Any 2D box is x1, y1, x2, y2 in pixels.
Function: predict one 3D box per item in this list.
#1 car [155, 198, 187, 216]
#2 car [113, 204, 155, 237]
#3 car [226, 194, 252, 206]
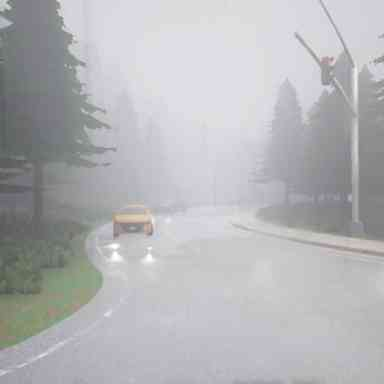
[{"bbox_3d":[-2.082,1.366,31.964,1.882,1.535,5.008,0,0,20],"label":"car"},{"bbox_3d":[-3.184,1.438,18.112,1.882,1.535,5.008,-1,0,-9],"label":"car"},{"bbox_3d":[7.011,1.074,49.403,2.097,1.767,4.553,0,1,41],"label":"car"}]
